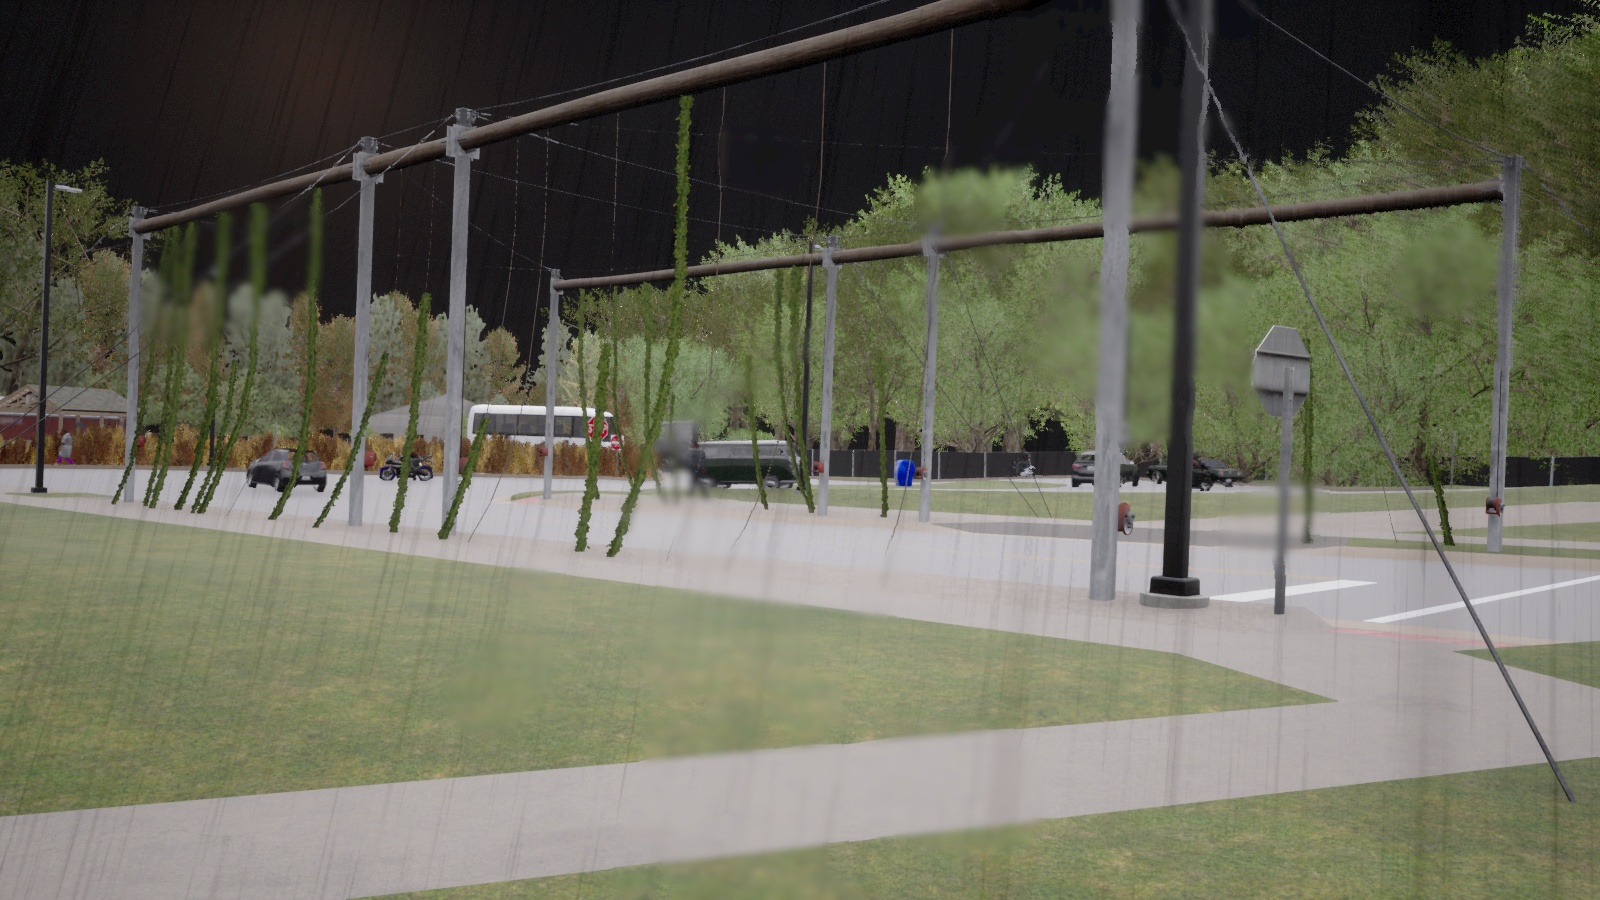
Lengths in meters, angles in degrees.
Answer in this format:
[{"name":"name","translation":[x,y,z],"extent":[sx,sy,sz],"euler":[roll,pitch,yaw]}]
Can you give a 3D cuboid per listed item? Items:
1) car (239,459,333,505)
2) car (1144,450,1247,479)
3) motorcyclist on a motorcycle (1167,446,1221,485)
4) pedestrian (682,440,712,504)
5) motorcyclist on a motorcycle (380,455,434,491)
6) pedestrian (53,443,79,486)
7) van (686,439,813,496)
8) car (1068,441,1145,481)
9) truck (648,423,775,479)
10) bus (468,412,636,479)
[{"name":"car","translation":[-18.395,1.103,44.878],"extent":[1.845,1.501,3.633],"euler":[0,1,-44]},{"name":"car","translation":[18.789,0.659,59.878],"extent":[1.895,1.301,4.718],"euler":[0,1,-28]},{"name":"motorcyclist on a motorcycle","translation":[16.292,0.638,51.950],"extent":[2.044,1.523,0.797],"euler":[0,3,-22]},{"name":"pedestrian","translation":[-3.167,0.662,38.559],"extent":[0.788,1.949,0.423],"euler":[1,0,36]},{"name":"motorcyclist on a motorcycle","translation":[-16.924,0.985,54.115],"extent":[2.191,1.530,0.866],"euler":[0,1,-21]},{"name":"pedestrian","translation":[-34.141,0.675,58.420],"extent":[0.873,1.952,0.659],"euler":[1,0,-12]},{"name":"van","translation":[-1.908,0.665,47.650],"extent":[4.442,1.987,1.775],"euler":[-2,0,19]},{"name":"car","translation":[13.958,0.470,57.045],"extent":[2.242,1.667,4.611],"euler":[-1,1,29]},{"name":"truck","translation":[-5.781,0.027,81.616],"extent":[7.936,3.462,2.891],"euler":[0,1,27]},{"name":"bus","translation":[-16.418,-0.398,83.301],"extent":[10.273,4.253,3.944],"euler":[1,1,14]}]
